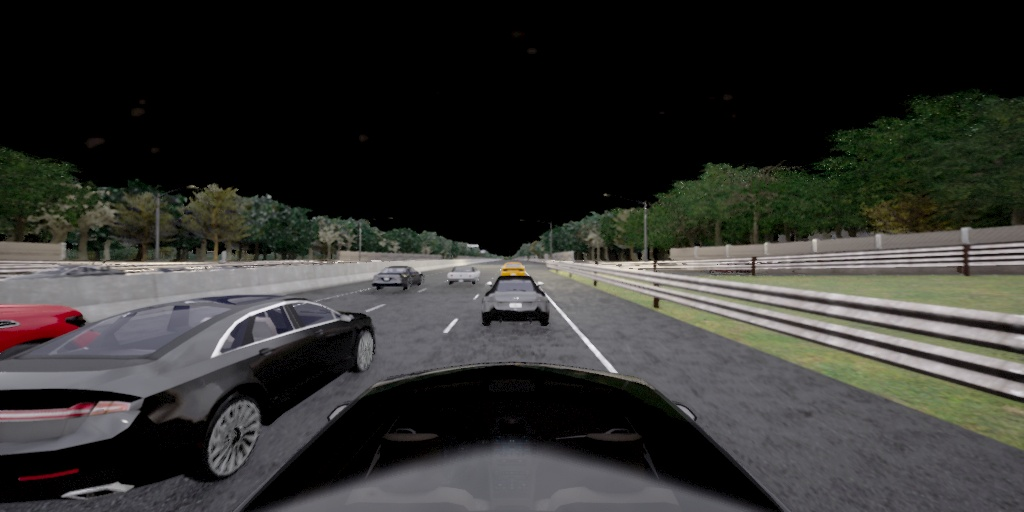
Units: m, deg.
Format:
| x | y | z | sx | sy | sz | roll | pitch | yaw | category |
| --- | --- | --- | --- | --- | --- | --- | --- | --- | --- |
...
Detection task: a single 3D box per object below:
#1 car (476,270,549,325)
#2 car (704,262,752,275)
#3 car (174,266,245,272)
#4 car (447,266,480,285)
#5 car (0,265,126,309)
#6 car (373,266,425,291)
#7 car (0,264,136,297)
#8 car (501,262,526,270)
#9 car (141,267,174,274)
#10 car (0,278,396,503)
| x | y | z | sx | sy | sz | roll | pitch | yaw | category |
| --- | --- | --- | --- | --- | --- | --- | --- | --- | --- |
| 0.099 | 1.318 | 11.802 | 1.994 | 1.385 | 4.181 | 0 | 0 | 0 | car |
| 20.674 | 1.055 | 34.287 | 1.812 | 1.442 | 4.674 | 0 | -2 | -19 | car |
| -17.599 | 1.328 | 21.954 | 1.994 | 1.385 | 4.181 | 0 | 0 | 0 | car |
| -3.402 | 1.370 | 26.172 | 1.895 | 1.301 | 4.718 | 0 | 0 | 0 | car |
| -6.900 | 0.972 | 2.669 | 2.150 | 2.045 | 5.566 | 0 | 0 | 0 | car |
| -6.902 | 1.311 | 22.229 | 2.033 | 1.411 | 5.357 | 0 | 0 | 0 | car |
| -24.600 | 1.253 | 19.974 | 2.128 | 1.511 | 4.902 | 0 | 0 | 0 | car |
| 0.098 | 1.252 | 29.533 | 1.882 | 1.535 | 5.008 | 0 | 0 | 0 | car |
| -21.100 | 1.364 | 21.579 | 1.895 | 1.301 | 4.718 | 0 | 0 | 0 | car |
| -3.400 | 1.242 | 4.643 | 2.128 | 1.511 | 4.902 | 0 | 0 | 0 | car |
